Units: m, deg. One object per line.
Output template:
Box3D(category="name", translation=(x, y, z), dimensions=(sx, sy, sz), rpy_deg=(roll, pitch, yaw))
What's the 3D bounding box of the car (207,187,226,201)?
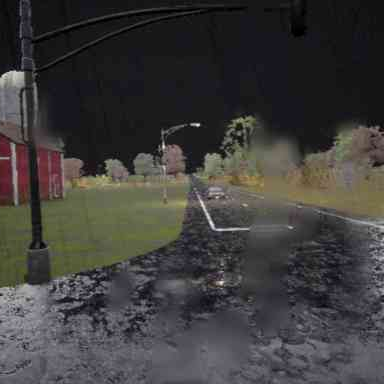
Box3D(category="car", translation=(2.594, 0.122, 37.116), dimensions=(2.033, 1.411, 5.357), rpy_deg=(-2, 2, 0))
